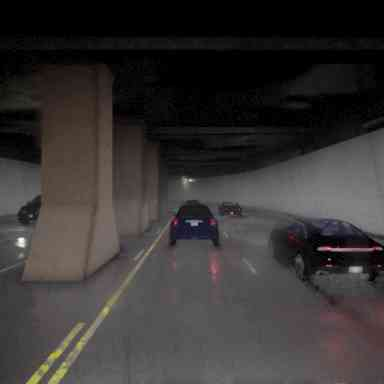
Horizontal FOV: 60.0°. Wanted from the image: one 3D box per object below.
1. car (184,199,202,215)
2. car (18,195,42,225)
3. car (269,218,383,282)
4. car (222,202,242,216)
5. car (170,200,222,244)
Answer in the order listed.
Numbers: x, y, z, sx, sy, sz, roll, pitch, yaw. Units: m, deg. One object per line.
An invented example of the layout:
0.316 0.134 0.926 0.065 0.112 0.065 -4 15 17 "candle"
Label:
0.041 1.530 34.731 1.812 1.442 4.674 0 0 -1 "car"
-10.602 1.225 24.648 2.150 2.045 5.566 0 0 0 "car"
3.601 1.493 9.741 2.128 1.511 4.902 0 0 0 "car"
3.597 1.605 32.181 1.895 1.301 4.718 0 0 0 "car"
0.099 1.354 16.004 2.097 1.767 4.553 0 0 0 "car"
